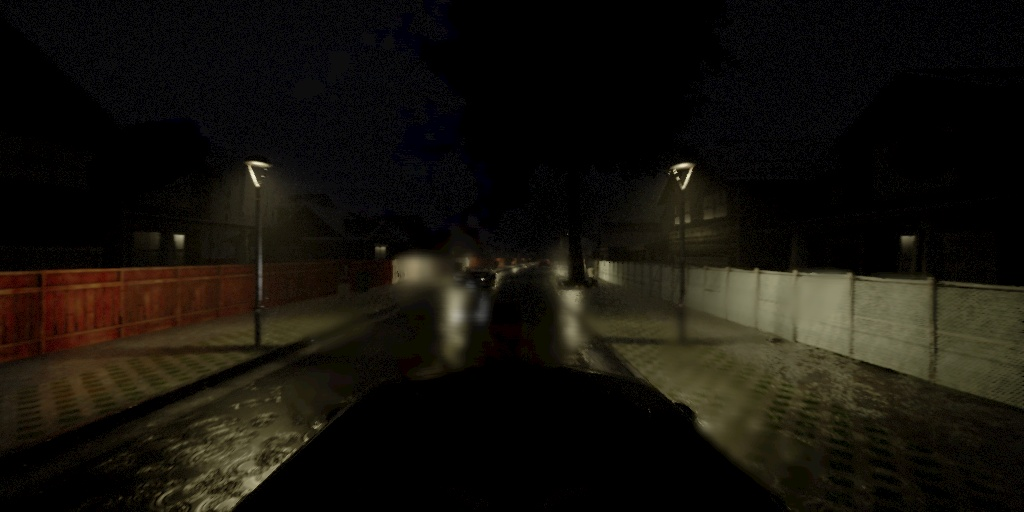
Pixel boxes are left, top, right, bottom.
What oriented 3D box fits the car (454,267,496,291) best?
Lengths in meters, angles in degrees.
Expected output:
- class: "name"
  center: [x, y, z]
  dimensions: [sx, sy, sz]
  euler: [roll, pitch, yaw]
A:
- class: "car"
  center: [-2.136, 1.355, 21.817]
  dimensions: [1.895, 1.301, 4.718]
  euler: [0, 0, 4]
